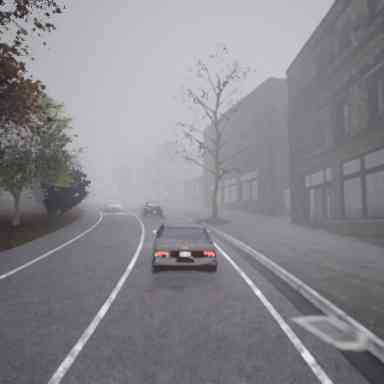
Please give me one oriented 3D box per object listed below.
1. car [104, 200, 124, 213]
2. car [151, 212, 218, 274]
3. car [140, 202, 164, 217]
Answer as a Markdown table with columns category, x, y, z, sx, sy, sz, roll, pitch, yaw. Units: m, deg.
| category | x | y | z | sx | sy | sz | roll | pitch | yaw |
| --- | --- | --- | --- | --- | --- | --- | --- | --- | --- |
| car | -9.231 | 1.679 | 39.079 | 1.812 | 1.442 | 4.674 | 2 | -1 | -18 |
| car | -0.316 | 1.606 | 10.747 | 2.033 | 1.411 | 5.357 | 0 | 0 | -3 |
| car | -4.124 | 1.742 | 33.790 | 1.812 | 1.442 | 4.674 | 2 | -1 | -15 |
